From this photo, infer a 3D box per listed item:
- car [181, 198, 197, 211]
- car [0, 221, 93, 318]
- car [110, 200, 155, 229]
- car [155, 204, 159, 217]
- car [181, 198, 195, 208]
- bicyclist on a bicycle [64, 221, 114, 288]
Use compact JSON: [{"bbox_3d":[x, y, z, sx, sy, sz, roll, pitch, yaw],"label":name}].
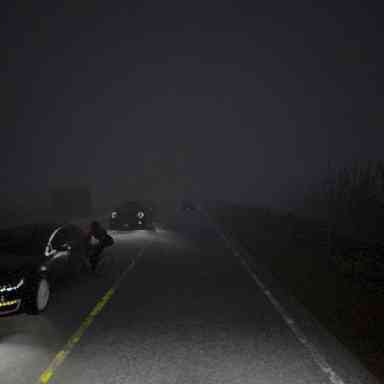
[{"bbox_3d":[-0.384,1.600,39.502,1.895,1.301,4.718,0,0,0],"label":"car"},{"bbox_3d":[-3.699,1.504,7.639,1.837,1.490,4.892,0,0,-1],"label":"car"},{"bbox_3d":[-3.837,1.351,21.499,2.097,1.767,4.553,0,0,-1],"label":"car"},{"bbox_3d":[-3.811,1.401,26.920,1.895,1.301,4.718,0,0,-1],"label":"car"},{"bbox_3d":[-0.530,1.564,49.519,1.994,1.385,4.181,0,0,0],"label":"car"},{"bbox_3d":[-2.425,1.490,8.208,0.582,1.620,1.656,18,10,29],"label":"bicyclist on a bicycle"}]
